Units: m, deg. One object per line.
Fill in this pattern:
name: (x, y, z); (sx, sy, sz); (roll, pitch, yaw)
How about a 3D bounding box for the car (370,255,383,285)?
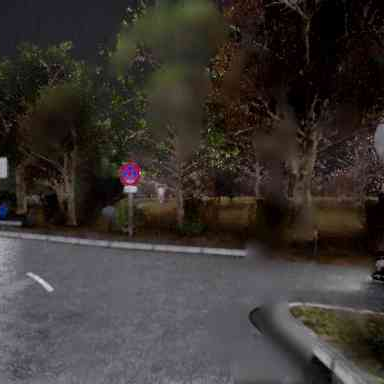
car: (6.333, 1.460, 5.998); (2.033, 1.411, 5.357); (0, -1, -44)
